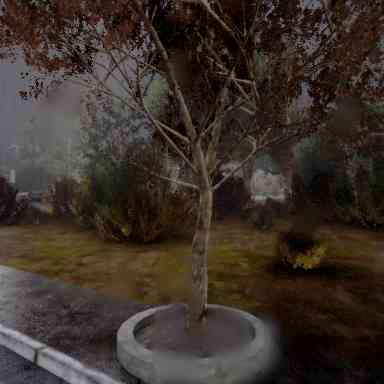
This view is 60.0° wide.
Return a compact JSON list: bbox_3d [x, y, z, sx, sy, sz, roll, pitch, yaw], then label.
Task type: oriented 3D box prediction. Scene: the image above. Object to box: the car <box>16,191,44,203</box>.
[{"bbox_3d":[-22.063,0.893,44.771,2.150,2.045,5.566,1,0,32],"label":"car"}]
